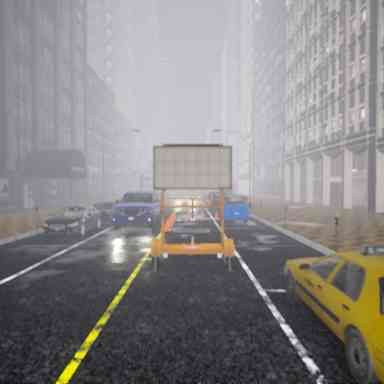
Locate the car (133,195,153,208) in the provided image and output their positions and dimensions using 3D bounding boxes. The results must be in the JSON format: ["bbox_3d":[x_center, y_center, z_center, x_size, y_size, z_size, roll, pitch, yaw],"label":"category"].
[{"bbox_3d":[-5.682,1.043,38.959,1.802,1.307,4.206,-1,1,0],"label":"car"}]

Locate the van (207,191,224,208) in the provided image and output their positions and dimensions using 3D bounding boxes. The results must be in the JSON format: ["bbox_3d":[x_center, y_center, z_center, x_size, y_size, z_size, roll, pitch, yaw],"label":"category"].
[{"bbox_3d":[2.696,0.802,38.952,1.690,1.788,3.998,-1,1,0],"label":"van"}]

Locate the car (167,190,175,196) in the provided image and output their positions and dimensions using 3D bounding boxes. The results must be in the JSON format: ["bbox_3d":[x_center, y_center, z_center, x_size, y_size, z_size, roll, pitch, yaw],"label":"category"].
[{"bbox_3d":[-5.662,0.280,89.936,1.752,1.417,4.829,-1,1,0],"label":"car"}]

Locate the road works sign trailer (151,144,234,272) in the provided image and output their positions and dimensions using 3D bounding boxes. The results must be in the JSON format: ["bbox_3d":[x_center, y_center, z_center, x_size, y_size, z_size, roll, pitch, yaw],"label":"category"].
[{"bbox_3d":[0.020,0.321,10.259,2.380,3.560,2.880,0,1,0],"label":"road works sign trailer"}]

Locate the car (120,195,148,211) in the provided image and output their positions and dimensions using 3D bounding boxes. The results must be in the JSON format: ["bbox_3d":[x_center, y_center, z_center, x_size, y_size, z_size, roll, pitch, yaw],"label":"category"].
[{"bbox_3d":[-5.685,1.090,33.276,2.008,1.369,4.403,-1,1,0],"label":"car"}]

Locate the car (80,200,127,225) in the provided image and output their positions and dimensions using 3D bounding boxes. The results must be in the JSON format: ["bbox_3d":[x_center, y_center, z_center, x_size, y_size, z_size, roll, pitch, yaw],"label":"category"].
[{"bbox_3d":[-5.689,1.262,21.910,1.947,1.339,4.313,-1,1,0],"label":"car"}]

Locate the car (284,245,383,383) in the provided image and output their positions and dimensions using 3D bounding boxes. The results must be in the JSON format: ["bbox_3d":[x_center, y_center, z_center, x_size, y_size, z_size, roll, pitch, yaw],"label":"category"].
[{"bbox_3d":[2.685,1.454,5.026,1.752,1.417,4.829,-1,1,0],"label":"car"}]

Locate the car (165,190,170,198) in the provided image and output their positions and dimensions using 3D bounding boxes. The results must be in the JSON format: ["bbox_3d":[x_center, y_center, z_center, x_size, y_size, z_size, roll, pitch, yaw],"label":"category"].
[{"bbox_3d":[-5.673,0.697,61.691,2.008,1.369,4.403,-1,1,0],"label":"car"}]

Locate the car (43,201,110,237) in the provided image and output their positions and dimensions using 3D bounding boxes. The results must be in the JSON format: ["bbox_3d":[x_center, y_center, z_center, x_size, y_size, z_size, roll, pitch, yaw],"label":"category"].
[{"bbox_3d":[-5.692,1.325,16.226,2.008,1.369,4.403,-1,1,0],"label":"car"}]

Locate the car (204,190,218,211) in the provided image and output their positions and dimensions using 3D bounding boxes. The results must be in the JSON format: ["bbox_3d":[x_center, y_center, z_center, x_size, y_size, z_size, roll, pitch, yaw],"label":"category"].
[{"bbox_3d":[2.694,0.854,33.269,2.192,1.841,5.009,-1,1,0],"label":"car"}]

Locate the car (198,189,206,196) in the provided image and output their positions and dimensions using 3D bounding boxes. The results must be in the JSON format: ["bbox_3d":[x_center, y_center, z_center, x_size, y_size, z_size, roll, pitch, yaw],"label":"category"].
[{"bbox_3d":[2.716,0.068,90.101,2.192,1.841,5.009,-1,1,0],"label":"car"}]

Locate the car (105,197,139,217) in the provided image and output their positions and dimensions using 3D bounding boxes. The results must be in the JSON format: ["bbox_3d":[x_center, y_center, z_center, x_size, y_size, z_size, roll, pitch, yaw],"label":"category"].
[{"bbox_3d":[-5.687,1.162,27.592,1.887,1.381,4.507,-1,1,0],"label":"car"}]

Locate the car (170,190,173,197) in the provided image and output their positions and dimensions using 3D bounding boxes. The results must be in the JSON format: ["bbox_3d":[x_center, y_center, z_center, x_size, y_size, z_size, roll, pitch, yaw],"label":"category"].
[{"bbox_3d":[-5.669,0.571,73.057,1.802,1.307,4.206,-1,1,0],"label":"car"}]

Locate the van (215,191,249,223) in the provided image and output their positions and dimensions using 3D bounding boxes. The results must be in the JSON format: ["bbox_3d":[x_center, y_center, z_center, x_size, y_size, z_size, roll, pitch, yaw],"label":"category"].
[{"bbox_3d":[2.689,1.037,21.903,1.690,1.788,3.998,-1,1,0],"label":"van"}]

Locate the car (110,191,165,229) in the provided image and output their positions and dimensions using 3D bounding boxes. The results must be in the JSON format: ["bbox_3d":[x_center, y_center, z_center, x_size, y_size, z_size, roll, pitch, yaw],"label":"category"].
[{"bbox_3d":[-3.092,0.949,19.629,2.150,2.045,5.566,0,1,0],"label":"car"}]

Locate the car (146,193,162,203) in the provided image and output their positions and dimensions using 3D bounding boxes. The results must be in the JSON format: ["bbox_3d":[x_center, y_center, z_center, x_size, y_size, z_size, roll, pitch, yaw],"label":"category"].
[{"bbox_3d":[-5.678,0.855,50.325,2.008,1.369,4.403,-1,1,0],"label":"car"}]

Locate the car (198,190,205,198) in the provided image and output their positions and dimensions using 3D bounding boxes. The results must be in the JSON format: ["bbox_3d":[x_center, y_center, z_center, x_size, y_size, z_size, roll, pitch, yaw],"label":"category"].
[{"bbox_3d":[2.707,0.698,61.687,2.008,1.369,4.403,-1,1,0],"label":"car"}]
